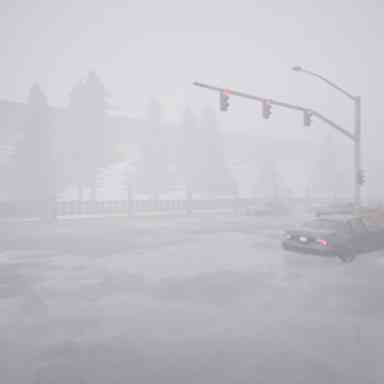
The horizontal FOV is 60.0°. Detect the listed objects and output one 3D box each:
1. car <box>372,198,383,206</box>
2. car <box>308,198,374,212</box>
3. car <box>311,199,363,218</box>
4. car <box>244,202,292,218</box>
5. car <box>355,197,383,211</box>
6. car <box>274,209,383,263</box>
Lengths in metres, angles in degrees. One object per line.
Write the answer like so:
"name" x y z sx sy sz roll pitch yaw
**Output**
"car" 19.245 1.210 30.517 5.566 2.045 2.150 0 0 -35
"car" 11.141 1.470 24.766 5.008 1.535 1.882 0 0 -36
"car" 13.434 1.482 30.711 4.902 1.511 2.128 0 0 -35
"car" 6.964 1.593 30.424 4.718 1.301 1.895 0 0 -35
"car" 22.720 1.477 41.557 4.902 1.511 2.128 0 0 -35
"car" 5.567 1.544 12.013 5.357 1.411 2.033 0 0 -35
